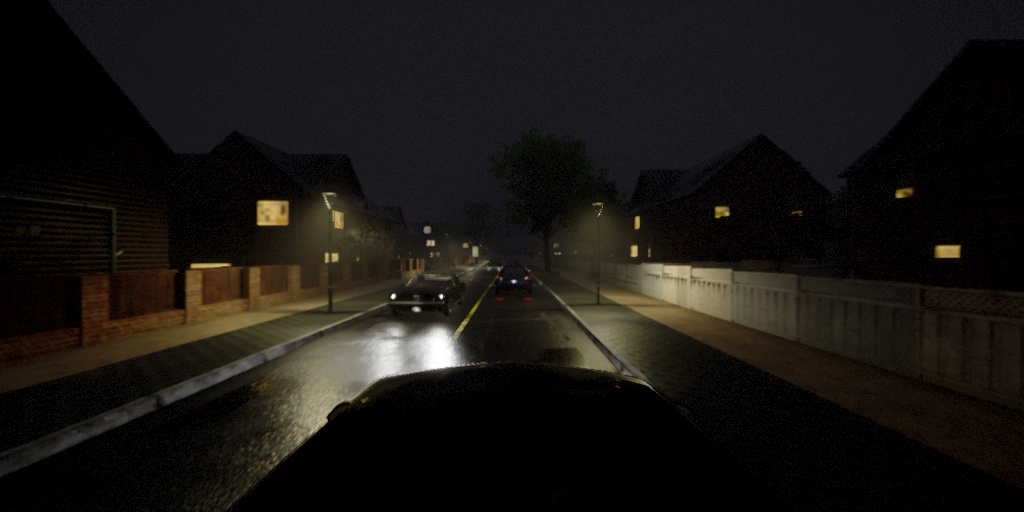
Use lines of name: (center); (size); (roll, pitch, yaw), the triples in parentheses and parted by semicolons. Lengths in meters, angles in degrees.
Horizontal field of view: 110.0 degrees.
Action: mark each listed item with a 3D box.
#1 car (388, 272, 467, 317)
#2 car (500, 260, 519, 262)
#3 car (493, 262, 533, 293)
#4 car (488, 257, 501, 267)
car: (-2.851, 1.285, 12.951); (1.895, 1.301, 4.718); (0, 0, 0)
car: (0.099, 1.084, 37.536); (2.033, 1.411, 5.357); (0, 0, 0)
car: (0.096, 1.208, 19.704); (1.994, 1.385, 4.181); (0, 0, 0)
car: (-2.751, 0.903, 58.010); (1.882, 1.535, 5.008); (0, 0, 0)
